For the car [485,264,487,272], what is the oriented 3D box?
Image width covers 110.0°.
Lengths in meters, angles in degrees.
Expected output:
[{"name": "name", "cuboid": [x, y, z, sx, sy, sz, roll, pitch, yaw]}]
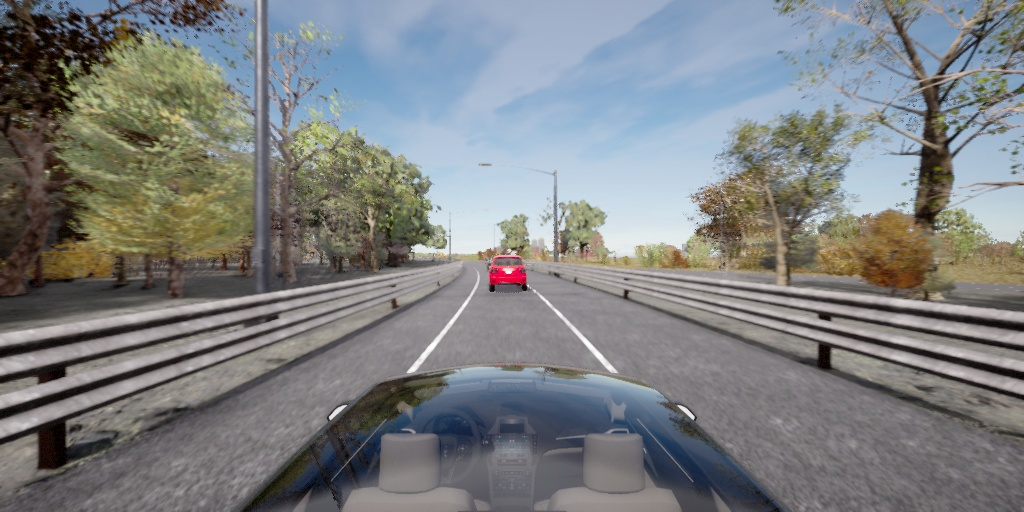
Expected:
[{"name": "car", "cuboid": [-2.520, 1.376, 47.232, 1.895, 1.301, 4.718, 0, 0, -8]}]

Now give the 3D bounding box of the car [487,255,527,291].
[{"name": "car", "cuboid": [-0.356, 0.989, 22.410, 2.150, 2.045, 5.566, 0, 0, -4]}]
